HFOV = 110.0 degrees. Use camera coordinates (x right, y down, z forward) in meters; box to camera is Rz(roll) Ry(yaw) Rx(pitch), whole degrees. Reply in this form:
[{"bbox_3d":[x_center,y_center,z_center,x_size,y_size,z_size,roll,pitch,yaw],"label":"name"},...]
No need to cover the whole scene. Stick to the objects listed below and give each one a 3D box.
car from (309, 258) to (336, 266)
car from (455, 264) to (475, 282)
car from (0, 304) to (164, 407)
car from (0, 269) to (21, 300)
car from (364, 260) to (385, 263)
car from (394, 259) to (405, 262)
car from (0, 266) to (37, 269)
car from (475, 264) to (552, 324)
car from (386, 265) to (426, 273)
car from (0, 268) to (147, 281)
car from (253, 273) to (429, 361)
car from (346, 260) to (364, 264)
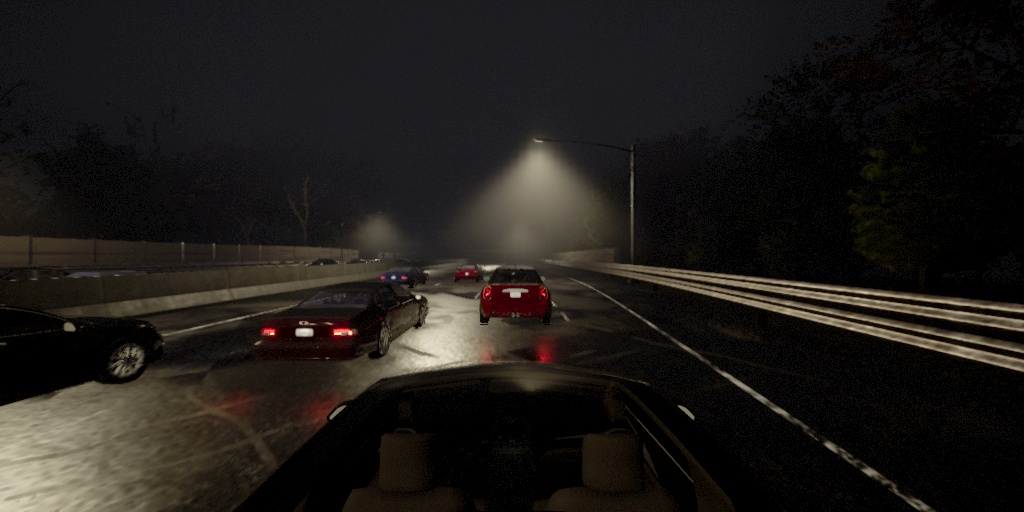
[{"bbox_3d":[-28.060,1.142,53.299,2.097,1.767,4.553,0,0,0],"label":"car"},{"bbox_3d":[-3.404,1.325,29.119,1.994,1.385,4.181,0,0,0],"label":"car"},{"bbox_3d":[-6.904,1.255,4.126,1.837,1.490,4.892,0,0,0],"label":"car"},{"bbox_3d":[-24.600,1.316,15.146,1.994,1.385,4.181,0,0,0],"label":"car"},{"bbox_3d":[-21.051,1.358,56.545,1.994,1.385,4.181,0,0,1],"label":"car"},{"bbox_3d":[-17.565,1.298,55.533,1.837,1.490,4.892,0,0,0],"label":"car"},{"bbox_3d":[-21.102,1.230,15.044,1.882,1.535,5.008,0,0,0],"label":"car"},{"bbox_3d":[0.099,1.104,12.160,2.097,1.767,4.553,0,0,0],"label":"car"},{"bbox_3d":[-6.903,1.304,23.398,2.033,1.411,5.357,0,0,0],"label":"car"},{"bbox_3d":[-17.602,1.300,15.402,2.033,1.411,5.357,0,0,0],"label":"car"},{"bbox_3d":[-3.401,1.298,8.385,2.033,1.411,5.357,0,0,0],"label":"car"},{"bbox_3d":[-24.540,1.342,56.362,2.033,1.411,5.357,0,0,1],"label":"car"}]
